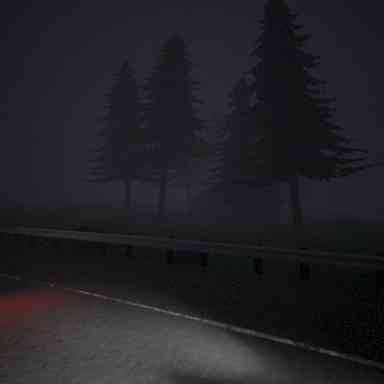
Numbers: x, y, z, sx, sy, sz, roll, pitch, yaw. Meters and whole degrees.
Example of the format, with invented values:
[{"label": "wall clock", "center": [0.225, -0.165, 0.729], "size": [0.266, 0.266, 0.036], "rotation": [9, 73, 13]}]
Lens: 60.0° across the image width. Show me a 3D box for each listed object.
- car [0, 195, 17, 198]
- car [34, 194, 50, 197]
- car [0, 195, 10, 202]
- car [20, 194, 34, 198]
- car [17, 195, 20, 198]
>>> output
[{"label": "car", "center": [-36.564, 1.503, 63.473], "size": [2.128, 1.511, 4.902], "rotation": [0, 0, 14]}, {"label": "car", "center": [-34.626, 1.528, 78.381], "size": [1.994, 1.385, 4.181], "rotation": [0, 0, 2]}, {"label": "car", "center": [-45.127, 1.511, 77.681], "size": [2.033, 1.411, 5.357], "rotation": [0, 0, 2]}, {"label": "car", "center": [-38.110, 1.329, 79.027], "size": [2.097, 1.767, 4.553], "rotation": [0, 0, 2]}, {"label": "car", "center": [-41.622, 1.498, 78.325], "size": [2.128, 1.511, 4.902], "rotation": [0, 0, 2]}]
